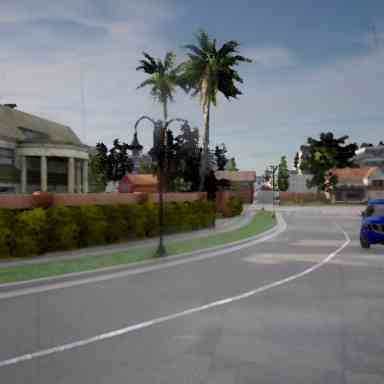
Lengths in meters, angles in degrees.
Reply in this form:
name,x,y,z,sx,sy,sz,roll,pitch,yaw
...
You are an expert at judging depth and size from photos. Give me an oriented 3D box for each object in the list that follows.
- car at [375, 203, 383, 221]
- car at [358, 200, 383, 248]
name,x,y,z,sx,sy,sz,roll,pitch,yaw
car,16.645,1.664,27.113,1.837,1.490,4.892,-1,-1,15
car,8.891,1.410,15.001,2.150,2.045,5.566,-1,-1,28
